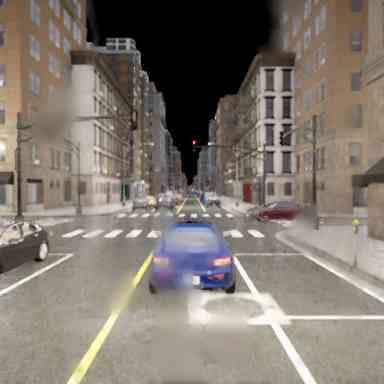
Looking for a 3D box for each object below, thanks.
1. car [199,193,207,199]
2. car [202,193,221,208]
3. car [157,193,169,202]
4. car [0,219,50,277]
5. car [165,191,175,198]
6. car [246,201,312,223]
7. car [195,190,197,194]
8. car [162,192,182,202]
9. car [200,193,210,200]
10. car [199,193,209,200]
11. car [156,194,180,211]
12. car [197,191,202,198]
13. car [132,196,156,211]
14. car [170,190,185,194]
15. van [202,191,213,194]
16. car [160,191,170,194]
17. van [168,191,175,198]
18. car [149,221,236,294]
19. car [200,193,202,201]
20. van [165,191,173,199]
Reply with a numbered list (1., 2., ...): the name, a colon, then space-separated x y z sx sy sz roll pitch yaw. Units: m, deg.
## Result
1. car: 2.626 0.871 79.317 1.752 1.417 4.829 0 0 0
2. car: 2.628 1.209 41.306 2.008 1.369 4.403 0 0 0
3. car: -5.433 1.007 62.756 1.752 1.417 4.829 0 0 0
4. car: -5.389 1.476 9.022 2.008 1.369 4.403 0 0 0
5. car: -5.460 0.618 84.548 2.192 1.841 5.009 0 0 0
6. car: 6.088 1.372 23.331 4.674 1.442 1.812 0 0 -12
7. car: 2.625 0.759 95.367 1.887 1.381 4.507 0 0 0
8. car: -2.819 1.141 46.522 1.812 1.442 4.674 0 1 0
9. car: 2.627 1.002 68.337 1.947 1.339 4.313 0 0 0
10. car: 2.626 0.942 73.743 2.008 1.369 4.403 0 0 0
11. car: -2.826 1.247 36.352 2.033 1.411 5.357 0 0 4
12. car: 2.627 0.795 62.928 2.192 1.841 5.009 0 0 0
13. car: -5.400 1.254 35.897 2.008 1.369 4.403 0 0 0
14. car: -2.777 0.973 61.132 1.882 1.535 5.008 0 0 0
15. van: 2.628 0.955 46.710 1.690 1.788 3.998 0 0 0
16. car: -5.426 0.965 57.520 1.967 1.590 4.097 0 0 0
17. van: -5.466 0.600 89.955 1.690 1.788 3.998 0 0 0
18. car: 0.016 1.456 8.476 1.812 1.442 4.674 0 0 0
19. car: 2.627 1.151 52.119 1.802 1.307 4.206 0 0 0
20. van: -5.453 0.688 79.143 1.690 1.788 3.998 0 0 0
